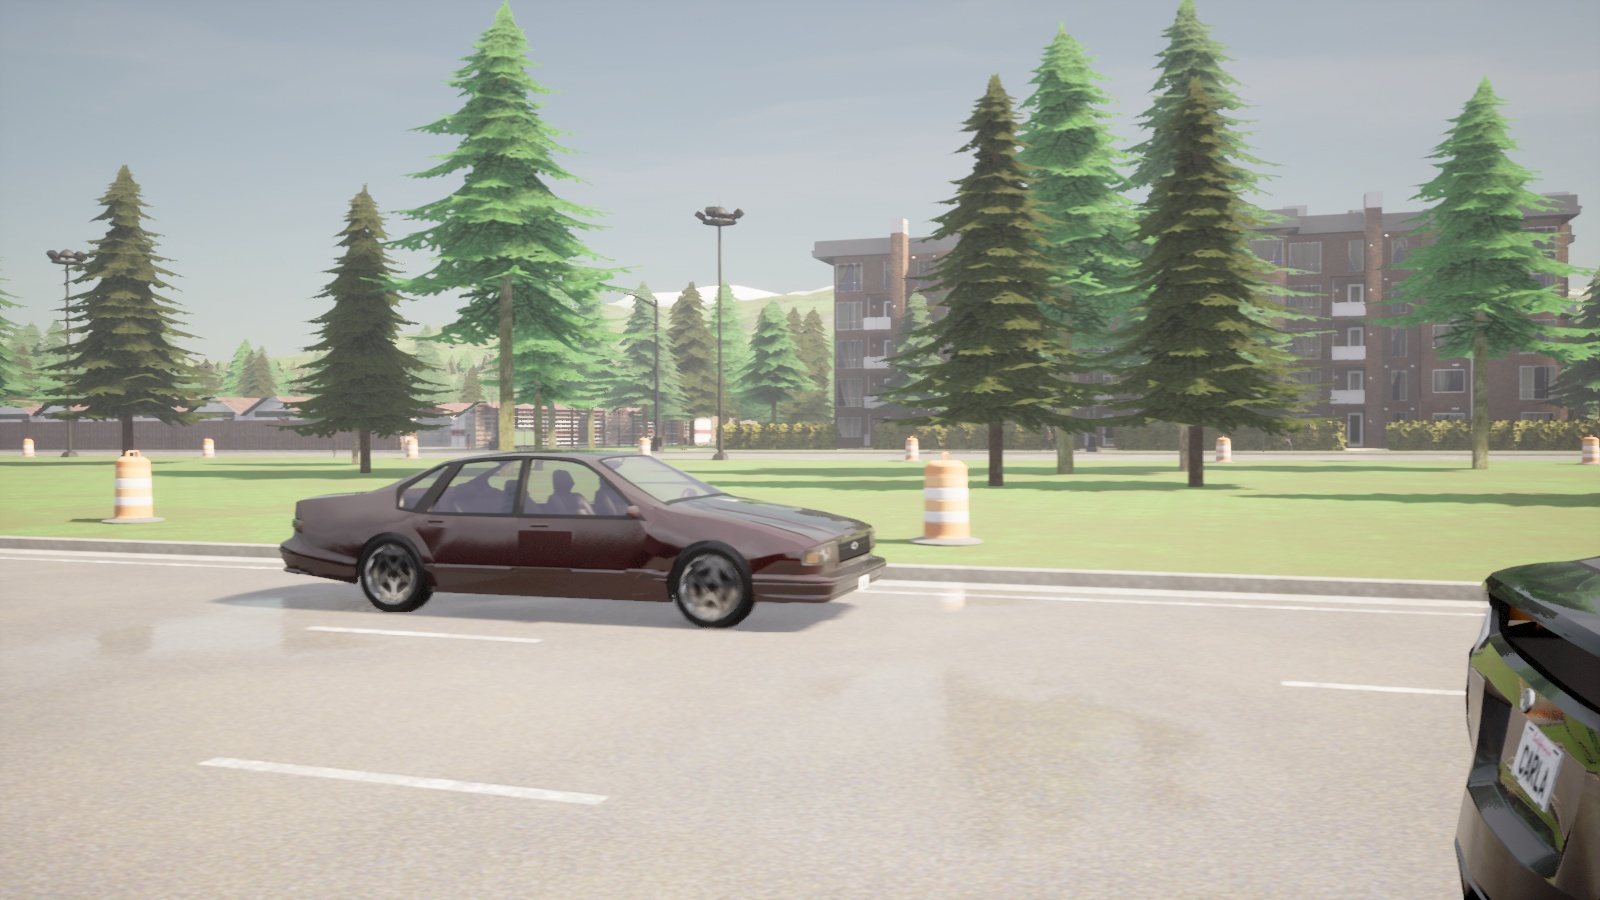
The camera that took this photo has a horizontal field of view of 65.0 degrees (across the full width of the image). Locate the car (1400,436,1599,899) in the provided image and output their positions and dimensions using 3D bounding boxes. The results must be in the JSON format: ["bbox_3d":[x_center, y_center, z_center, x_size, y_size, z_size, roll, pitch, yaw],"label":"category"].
[{"bbox_3d":[3.576,0.755,1.989,4.514,1.525,2.007,1,1,19],"label":"car"}]

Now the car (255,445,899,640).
[{"bbox_3d":[-1.970,0.686,11.242,5.357,1.411,2.033,1,1,19],"label":"car"}]

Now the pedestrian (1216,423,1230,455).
[{"bbox_3d":[26.341,-0.697,78.181,0.788,1.949,0.423,1,1,19],"label":"pedestrian"}]
